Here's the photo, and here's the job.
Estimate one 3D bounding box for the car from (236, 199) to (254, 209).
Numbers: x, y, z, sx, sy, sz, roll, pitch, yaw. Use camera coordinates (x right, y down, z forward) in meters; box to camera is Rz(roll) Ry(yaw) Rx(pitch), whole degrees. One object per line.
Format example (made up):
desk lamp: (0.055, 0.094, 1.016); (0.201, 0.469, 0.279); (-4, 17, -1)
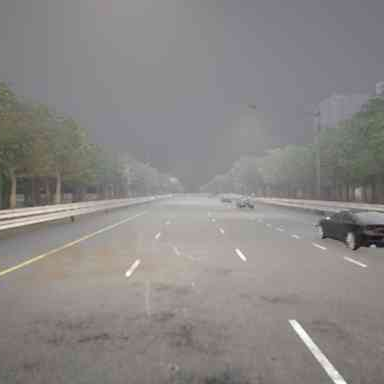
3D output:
car: (7.002, 1.616, 44.559); (1.895, 1.301, 4.718); (0, 0, 0)

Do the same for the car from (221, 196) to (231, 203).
car: (7.045, 1.571, 69.522); (1.812, 1.442, 4.674); (0, 0, 0)

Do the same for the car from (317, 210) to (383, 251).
car: (7.000, 1.498, 14.163); (1.882, 1.535, 5.008); (0, 0, 0)
